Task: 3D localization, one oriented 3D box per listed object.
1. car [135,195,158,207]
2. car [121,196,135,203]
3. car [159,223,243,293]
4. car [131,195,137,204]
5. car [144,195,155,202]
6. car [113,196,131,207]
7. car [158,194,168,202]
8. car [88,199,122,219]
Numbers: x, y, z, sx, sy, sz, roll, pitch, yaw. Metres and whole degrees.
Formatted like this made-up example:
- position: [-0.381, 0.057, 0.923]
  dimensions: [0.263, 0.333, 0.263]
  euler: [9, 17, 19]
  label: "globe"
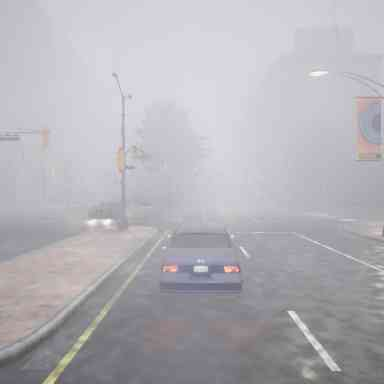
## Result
- position: [-7.121, 1.547, 52.390]
  dimensions: [2.033, 1.411, 5.357]
  euler: [0, 0, 1]
  label: "car"
- position: [-13.447, 1.595, 69.884]
  dimensions: [1.895, 1.301, 4.718]
  euler: [0, 0, 1]
  label: "car"
- position: [0.232, 1.547, 8.987]
  dimensions: [2.033, 1.411, 5.357]
  euler: [0, 0, 1]
  label: "car"
- position: [-10.348, 1.352, 64.021]
  dimensions: [2.097, 1.767, 4.553]
  euler: [0, 0, 2]
  label: "car"
- position: [-10.027, 1.500, 78.926]
  dimensions: [1.837, 1.490, 4.892]
  euler: [0, 0, 1]
  label: "car"
- position: [-11.114, 1.525, 49.961]
  dimensions: [1.812, 1.442, 4.674]
  euler: [0, 0, 8]
  label: "car"
- position: [-6.710, 1.352, 69.147]
  dimensions: [2.097, 1.767, 4.553]
  euler: [0, 0, 1]
  label: "car"
- position: [-7.566, 1.564, 29.074]
  dimensions: [1.994, 1.385, 4.181]
  euler: [0, 0, 1]
  label: "car"
